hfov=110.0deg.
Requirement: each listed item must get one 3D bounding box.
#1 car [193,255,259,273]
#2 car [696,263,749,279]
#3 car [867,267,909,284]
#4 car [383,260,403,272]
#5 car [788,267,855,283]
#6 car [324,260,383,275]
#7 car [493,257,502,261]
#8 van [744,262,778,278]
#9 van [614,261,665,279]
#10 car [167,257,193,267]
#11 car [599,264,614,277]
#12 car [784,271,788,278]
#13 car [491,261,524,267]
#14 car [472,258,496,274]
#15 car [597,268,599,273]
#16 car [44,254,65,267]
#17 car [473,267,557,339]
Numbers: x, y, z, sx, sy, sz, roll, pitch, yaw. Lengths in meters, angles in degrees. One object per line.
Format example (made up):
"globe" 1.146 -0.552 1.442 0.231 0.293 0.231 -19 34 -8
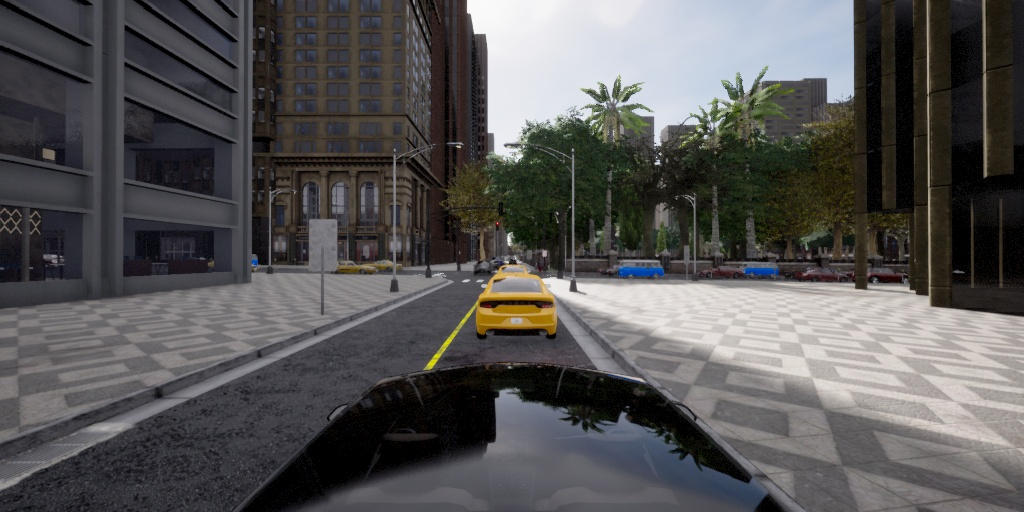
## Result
"car" -26.319 0.865 33.408 4.829 1.417 1.751 0 0 0
"car" 22.598 1.707 38.974 4.674 1.442 1.812 1 0 0
"car" 34.033 1.777 33.039 4.097 1.591 1.967 0 0 0
"car" -15.276 1.099 41.866 4.829 1.417 1.751 0 0 0
"car" 28.509 1.828 33.073 4.207 1.307 1.802 0 0 0
"car" -14.978 1.050 33.339 4.829 1.417 1.751 0 0 0
"car" -2.987 1.339 55.745 1.812 1.442 4.674 0 0 1
"van" 28.550 1.635 41.598 3.998 1.789 1.690 0 0 0
"van" 11.939 1.313 33.174 3.998 1.789 1.690 0 0 0
"car" -37.786 0.771 42.004 4.313 1.339 1.948 0 0 0
"car" 12.638 1.564 39.035 5.357 1.411 2.033 1 0 0
"car" 33.042 1.901 38.901 5.357 1.411 2.033 1 0 1
"car" 0.041 1.233 20.184 1.882 1.535 5.008 0 0 0
"car" -3.019 1.278 38.194 1.837 1.490 4.892 0 0 0
"car" 11.980 1.603 41.699 4.207 1.307 1.802 0 0 0
"car" -43.501 0.505 33.513 4.097 1.591 1.967 0 0 0
"car" 0.111 1.229 10.124 1.882 1.535 5.008 0 0 0
